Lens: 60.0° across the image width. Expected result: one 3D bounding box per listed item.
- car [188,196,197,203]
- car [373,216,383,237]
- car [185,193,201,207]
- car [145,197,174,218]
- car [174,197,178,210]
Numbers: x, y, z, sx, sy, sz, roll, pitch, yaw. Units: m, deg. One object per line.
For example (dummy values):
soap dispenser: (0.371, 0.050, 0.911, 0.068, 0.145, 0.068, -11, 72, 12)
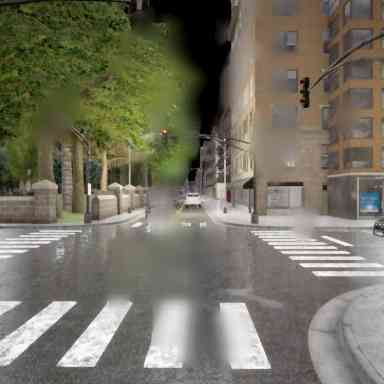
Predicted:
car: (0.161, 1.496, 70.373, 1.895, 1.301, 4.718, 0, 0, 0)
car: (10.999, 1.366, 15.485, 4.553, 1.767, 2.097, 0, 0, 0)
car: (0.198, 1.164, 49.350, 2.150, 2.045, 5.566, 0, 0, 0)
car: (-3.026, 1.472, 29.714, 2.128, 1.511, 4.902, 0, 0, 0)
car: (-3.019, 1.562, 39.797, 1.895, 1.301, 4.718, 0, 0, 0)
